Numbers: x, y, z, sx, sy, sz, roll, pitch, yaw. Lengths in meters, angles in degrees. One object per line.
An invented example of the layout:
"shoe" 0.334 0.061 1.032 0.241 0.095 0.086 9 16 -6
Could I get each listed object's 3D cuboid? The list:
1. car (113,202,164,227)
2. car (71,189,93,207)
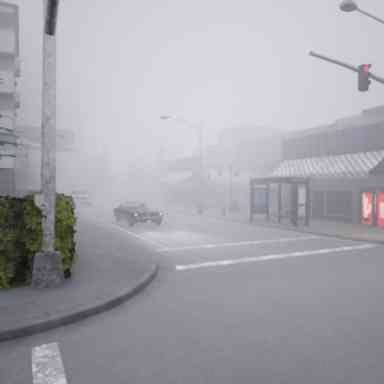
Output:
"car" -3.375 1.294 20.413 1.895 1.301 4.718 0 0 -27
"car" -13.696 0.702 40.945 2.150 2.045 5.566 0 0 -26
